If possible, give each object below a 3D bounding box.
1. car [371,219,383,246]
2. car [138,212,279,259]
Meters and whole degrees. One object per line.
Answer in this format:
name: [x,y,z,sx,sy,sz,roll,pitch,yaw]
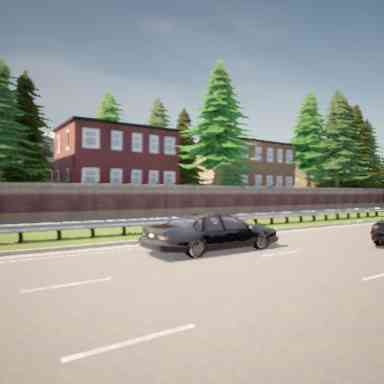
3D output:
car: [9.198,1.507,13.676,4.674,1.442,1.812,0,0,-34]
car: [0.761,1.467,12.206,5.357,1.411,2.033,0,0,-34]
